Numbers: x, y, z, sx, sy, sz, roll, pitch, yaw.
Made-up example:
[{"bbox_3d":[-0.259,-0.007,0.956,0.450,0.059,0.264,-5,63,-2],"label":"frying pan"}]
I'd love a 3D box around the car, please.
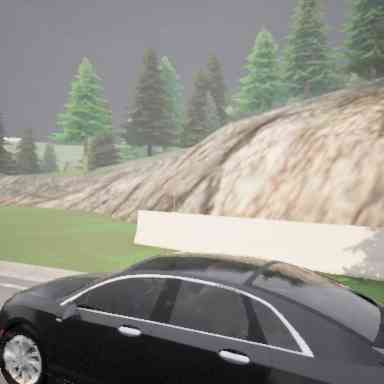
[{"bbox_3d":[-0.100,1.452,3.679,4.892,1.490,1.837,1,0,28],"label":"car"}]
